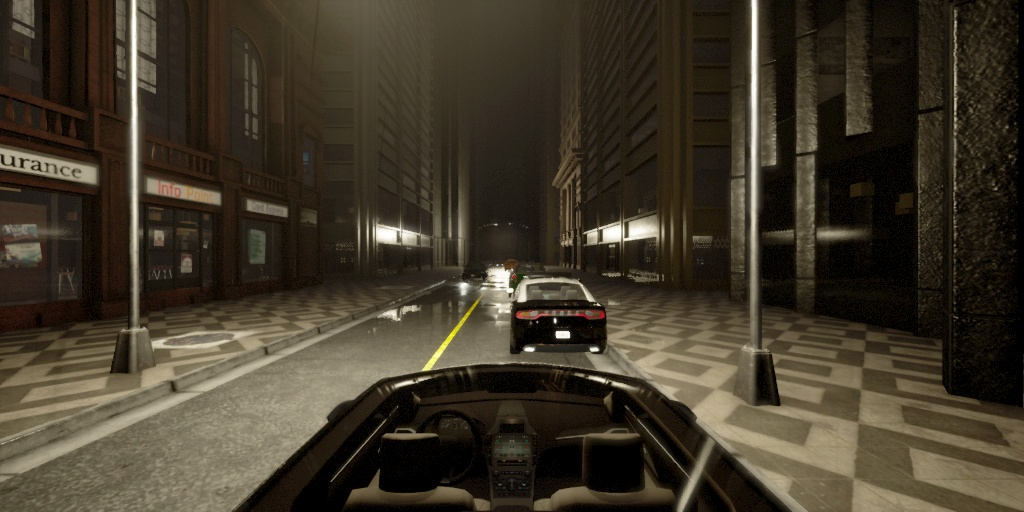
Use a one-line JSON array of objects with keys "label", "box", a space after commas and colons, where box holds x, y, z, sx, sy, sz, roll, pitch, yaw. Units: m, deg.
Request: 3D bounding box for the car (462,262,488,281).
[{"label": "car", "box": [-3.042, 1.248, 30.264, 1.882, 1.535, 5.008, 0, 0, 0]}]

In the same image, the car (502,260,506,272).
[{"label": "car", "box": [-0.027, 1.276, 48.210, 1.882, 1.535, 5.008, 0, 0, 0]}]

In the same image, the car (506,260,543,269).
[{"label": "car", "box": [0.875, 1.109, 18.743, 2.097, 1.767, 4.553, 0, 0, 0]}]

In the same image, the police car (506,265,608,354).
[{"label": "police car", "box": [0.890, 1.177, 8.882, 1.930, 1.638, 5.238, 0, 0, 0]}]
